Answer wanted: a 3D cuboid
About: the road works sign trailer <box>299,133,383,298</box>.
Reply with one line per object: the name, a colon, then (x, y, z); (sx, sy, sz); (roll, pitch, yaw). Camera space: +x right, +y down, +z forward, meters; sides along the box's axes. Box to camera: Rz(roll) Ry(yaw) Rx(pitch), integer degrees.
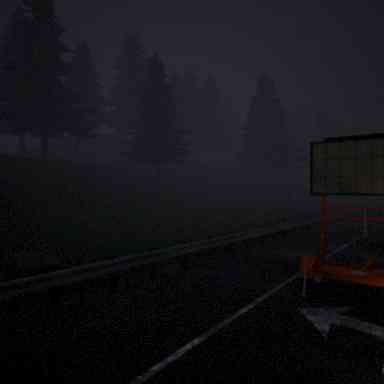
road works sign trailer: (4.037, 0.483, 7.719); (2.380, 3.560, 2.880); (0, 0, 36)
